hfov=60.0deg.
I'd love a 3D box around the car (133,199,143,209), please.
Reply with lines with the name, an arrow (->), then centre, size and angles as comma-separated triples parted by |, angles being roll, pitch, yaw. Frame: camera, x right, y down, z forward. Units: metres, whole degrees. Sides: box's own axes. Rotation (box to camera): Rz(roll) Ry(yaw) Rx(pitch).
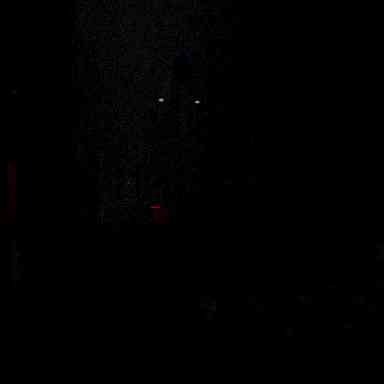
car -> -9.024, 2.068, 57.926 | 2.097, 1.767, 4.553 | -1, 0, -14

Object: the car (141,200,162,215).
car -> -4.927, 2.032, 41.863 | 1.837, 1.490, 4.892 | -1, -1, -14

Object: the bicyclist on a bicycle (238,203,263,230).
bicyclist on a bicycle -> 3.560, 1.486, 20.358 | 1.656, 1.620, 0.582 | -1, -1, -14
